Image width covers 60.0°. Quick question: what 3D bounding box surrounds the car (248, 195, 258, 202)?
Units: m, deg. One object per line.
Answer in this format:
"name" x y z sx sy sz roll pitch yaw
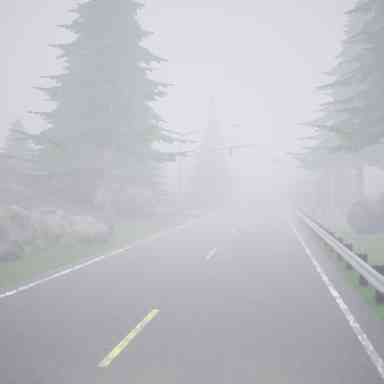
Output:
"car" 14.049 1.481 76.007 1.812 1.442 4.674 0 0 13
